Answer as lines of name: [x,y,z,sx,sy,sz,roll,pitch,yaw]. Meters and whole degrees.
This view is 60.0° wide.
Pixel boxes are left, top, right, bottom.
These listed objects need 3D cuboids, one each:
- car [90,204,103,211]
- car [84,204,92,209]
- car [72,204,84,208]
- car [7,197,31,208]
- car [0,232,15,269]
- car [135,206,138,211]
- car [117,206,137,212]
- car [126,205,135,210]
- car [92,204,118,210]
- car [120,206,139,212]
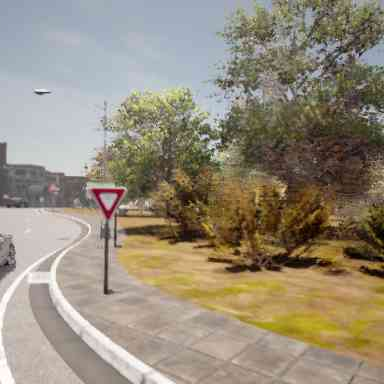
car: [-25.423,4.049,88.811,2.097,1.767,4.553,1,-3,0]
car: [-22.112,3.494,74.657,1.994,1.385,4.181,1,-4,0]
car: [-25.361,3.425,74.613,1.994,1.385,4.181,1,-4,0]
car: [-24.489,1.558,47.224,1.837,1.490,4.892,3,-3,-7]
car: [-6.508,1.725,9.668,2.128,1.511,4.902,1,-1,-19]
car: [-16.641,3.953,82.769,4.553,1.767,2.185,1,-3,0]
car: [-16.629,4.287,85.516,4.674,1.452,2.002,1,-3,0]
car: [-16.772,3.720,77.269,5.366,1.575,1.946,1,-4,0]
car: [-16.540,2.985,66.276,4.892,1.521,2.231,1,-4,0]
car: [-16.637,4.454,88.264,4.674,1.452,2.002,1,-3,0]
